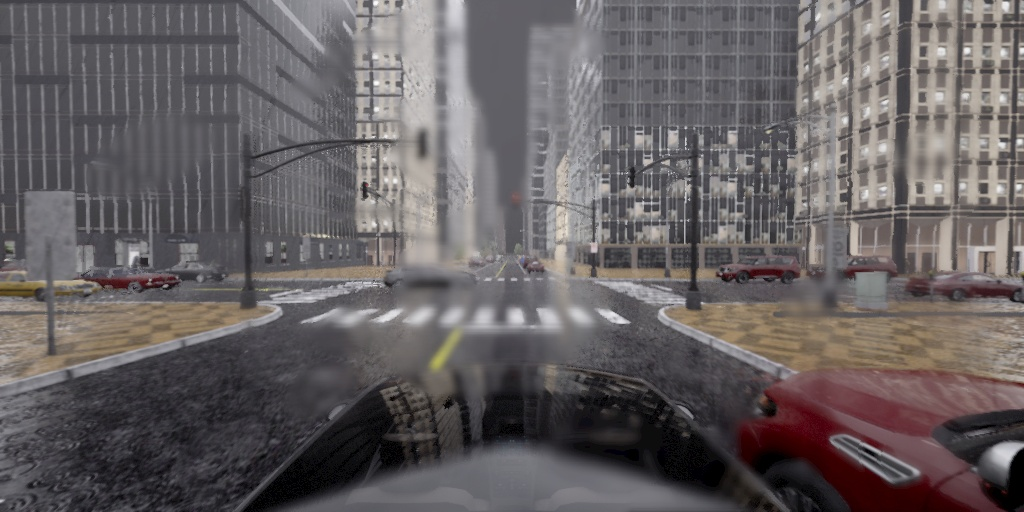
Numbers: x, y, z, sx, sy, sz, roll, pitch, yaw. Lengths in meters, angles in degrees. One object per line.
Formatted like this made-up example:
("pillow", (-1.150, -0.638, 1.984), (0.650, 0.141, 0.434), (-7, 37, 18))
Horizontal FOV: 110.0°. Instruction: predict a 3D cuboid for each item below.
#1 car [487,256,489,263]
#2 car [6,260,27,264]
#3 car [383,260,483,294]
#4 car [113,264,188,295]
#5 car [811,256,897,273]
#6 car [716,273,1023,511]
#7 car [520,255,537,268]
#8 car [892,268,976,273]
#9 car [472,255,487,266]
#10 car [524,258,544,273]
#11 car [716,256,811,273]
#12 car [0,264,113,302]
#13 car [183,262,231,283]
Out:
("car", (-5.316, 0.985, 60.363), (1.802, 1.307, 4.207), (0, 0, 0))
("car", (-32.565, 0.956, 23.972), (4.097, 1.591, 1.967), (0, 0, 0))
("car", (-4.160, 1.146, 18.661), (4.902, 1.511, 2.128), (0, 0, 0))
("car", (-20.202, 1.247, 18.616), (4.718, 1.301, 1.895), (0, 1, 0))
("car", (22.893, 0.908, 24.171), (5.009, 1.841, 2.192), (0, 0, 0))
("car", (2.564, 1.072, 0.357), (2.192, 1.841, 5.009), (0, 0, 0))
("car", (2.553, 0.785, 49.339), (2.192, 1.841, 5.009), (0, 0, 0))
("car", (20.180, 1.338, 16.027), (4.207, 1.307, 1.802), (0, 0, 0))
("car", (-5.316, 0.877, 54.839), (1.967, 1.591, 4.097), (0, 0, 0))
("car", (2.532, 1.118, 38.290), (1.802, 1.307, 4.207), (0, 0, 0))
("car", (16.561, 0.900, 24.156), (5.009, 1.841, 2.192), (0, 0, 0))
("car", (-21.261, 1.223, 15.931), (4.829, 1.417, 1.751), (0, 0, 0))
("car", (-21.449, 1.082, 24.069), (4.403, 1.370, 2.007), (0, 0, 0))
